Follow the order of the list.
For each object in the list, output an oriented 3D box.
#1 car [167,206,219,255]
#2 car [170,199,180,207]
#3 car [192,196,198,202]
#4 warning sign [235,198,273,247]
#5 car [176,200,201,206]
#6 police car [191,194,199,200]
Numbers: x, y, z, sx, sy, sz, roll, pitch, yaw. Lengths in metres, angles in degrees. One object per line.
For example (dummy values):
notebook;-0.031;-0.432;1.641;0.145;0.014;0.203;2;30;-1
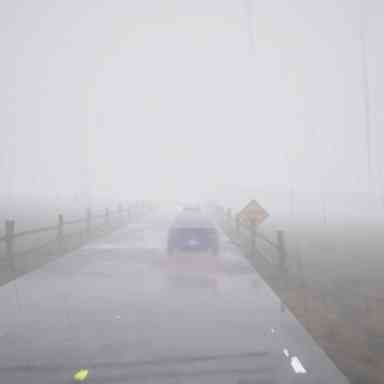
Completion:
car;0.049;1.560;13.768;1.882;1.535;5.008;0;0;0
car;-2.817;1.859;58.852;1.994;1.385;4.181;0;0;1
car;0.786;1.858;93.394;1.837;1.490;4.892;0;0;0
warning sign;2.463;1.195;13.371;1.300;1.860;1.060;1;1;0
car;0.033;1.660;27.544;2.128;1.511;4.902;0;0;1
police car;0.791;1.768;83.504;1.930;1.638;5.238;0;0;0
